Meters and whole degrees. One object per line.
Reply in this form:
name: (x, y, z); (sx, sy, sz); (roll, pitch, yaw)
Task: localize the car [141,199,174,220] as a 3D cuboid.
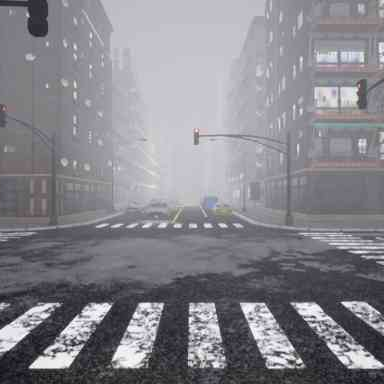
car: (-2.789, 1.560, 28.650); (2.033, 1.411, 5.357); (0, 0, 0)

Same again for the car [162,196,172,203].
car: (-5.399, 1.613, 72.212); (2.008, 1.369, 4.403); (1, 0, 0)

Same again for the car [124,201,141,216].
car: (-5.478, 1.565, 32.607); (2.008, 1.369, 4.403); (1, 0, 0)

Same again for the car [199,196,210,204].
car: (2.488, 1.604, 66.618); (2.008, 1.369, 4.403); (1, 0, 0)

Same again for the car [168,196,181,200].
car: (-2.825, 1.412, 58.762); (2.033, 1.411, 5.357); (0, 0, 0)

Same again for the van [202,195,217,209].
van: (2.552, 1.366, 43.996); (1.690, 1.788, 3.998); (1, 0, 0)

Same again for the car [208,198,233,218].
car: (2.665, 1.538, 30.162); (1.752, 1.417, 4.829); (1, 0, 0)

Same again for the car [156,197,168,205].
car: (-5.385, 1.627, 60.896); (1.802, 1.307, 4.206); (1, 0, 0)

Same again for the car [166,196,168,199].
car: (-5.377, 1.564, 55.069); (1.752, 1.417, 4.829); (1, 0, 0)

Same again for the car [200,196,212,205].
car: (2.497, 1.486, 60.962); (1.967, 1.590, 4.097); (1, 0, 0)

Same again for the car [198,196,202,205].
car: (2.513, 1.347, 49.649); (2.192, 1.841, 5.009); (1, 0, 0)

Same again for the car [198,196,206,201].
car: (2.466, 1.627, 83.586); (1.887, 1.381, 4.507); (1, 0, 0)

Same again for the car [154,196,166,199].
car: (-5.370, 1.614, 49.581); (1.802, 1.307, 4.206); (1, 0, 0)
